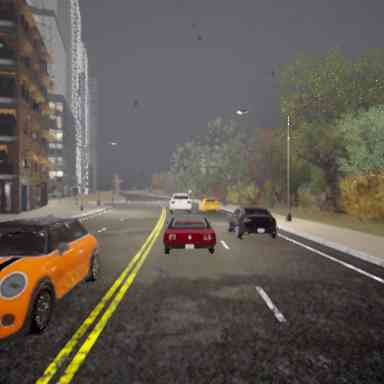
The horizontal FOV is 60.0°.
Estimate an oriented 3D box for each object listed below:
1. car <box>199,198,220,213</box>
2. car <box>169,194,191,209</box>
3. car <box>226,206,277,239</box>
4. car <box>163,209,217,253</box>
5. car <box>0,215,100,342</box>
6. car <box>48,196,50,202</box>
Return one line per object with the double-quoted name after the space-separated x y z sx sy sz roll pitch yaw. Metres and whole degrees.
1.880 1.450 36.750 1.882 1.535 5.008 0 0 -4 "car"
-1.287 1.199 35.682 2.150 2.045 5.566 0 0 -4 "car"
2.984 1.492 17.229 1.837 1.490 4.892 0 0 -2 "car"
-0.141 1.596 13.705 1.895 1.301 4.718 0 0 -2 "car"
-3.408 1.354 6.711 2.097 1.767 4.553 0 0 -1 "car"
-27.836 1.056 59.890 4.097 1.590 1.967 1 -1 -14 "car"
